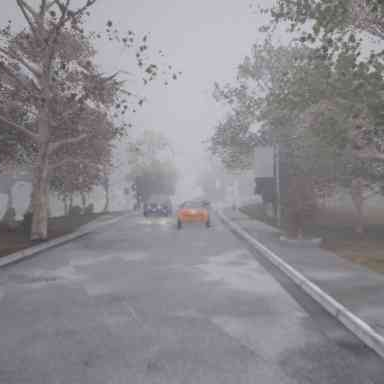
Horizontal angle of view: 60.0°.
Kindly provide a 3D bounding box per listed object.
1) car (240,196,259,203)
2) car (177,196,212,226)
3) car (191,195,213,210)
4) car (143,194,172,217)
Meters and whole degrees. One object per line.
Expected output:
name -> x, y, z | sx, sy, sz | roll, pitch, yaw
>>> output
car -> 12.019, 1.690, 69.415 | 1.837, 1.490, 4.892 | -4, -6, 45
car -> 0.107, 1.329, 23.263 | 2.097, 1.767, 4.553 | 0, 0, 0
car -> 1.330, 1.282, 41.487 | 2.097, 1.767, 4.553 | -1, 0, 9
car -> -3.171, 1.194, 31.448 | 2.150, 2.045, 5.566 | 0, 0, 2
